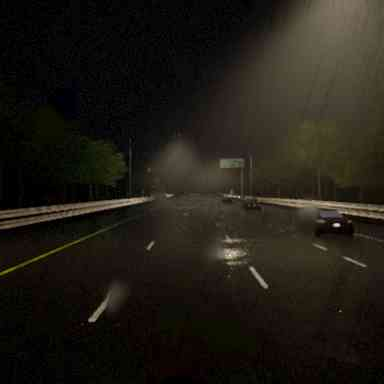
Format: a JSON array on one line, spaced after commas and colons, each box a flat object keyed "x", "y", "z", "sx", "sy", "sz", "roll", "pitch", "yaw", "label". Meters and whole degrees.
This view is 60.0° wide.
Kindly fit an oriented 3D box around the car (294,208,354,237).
[{"x": 7.013, "y": 1.580, "z": 18.110, "sx": 1.994, "sy": 1.385, "sz": 4.181, "roll": 0, "pitch": 0, "yaw": 0, "label": "car"}]

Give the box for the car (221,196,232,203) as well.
[{"x": 7.251, "y": 1.595, "z": 70.610, "sx": 1.994, "sy": 1.385, "sz": 4.181, "roll": 0, "pitch": 0, "yaw": 0, "label": "car"}]

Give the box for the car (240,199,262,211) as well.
[{"x": 7.077, "y": 1.577, "z": 40.211, "sx": 2.033, "sy": 1.411, "sz": 5.357, "roll": 0, "pitch": 0, "yaw": 0, "label": "car"}]
